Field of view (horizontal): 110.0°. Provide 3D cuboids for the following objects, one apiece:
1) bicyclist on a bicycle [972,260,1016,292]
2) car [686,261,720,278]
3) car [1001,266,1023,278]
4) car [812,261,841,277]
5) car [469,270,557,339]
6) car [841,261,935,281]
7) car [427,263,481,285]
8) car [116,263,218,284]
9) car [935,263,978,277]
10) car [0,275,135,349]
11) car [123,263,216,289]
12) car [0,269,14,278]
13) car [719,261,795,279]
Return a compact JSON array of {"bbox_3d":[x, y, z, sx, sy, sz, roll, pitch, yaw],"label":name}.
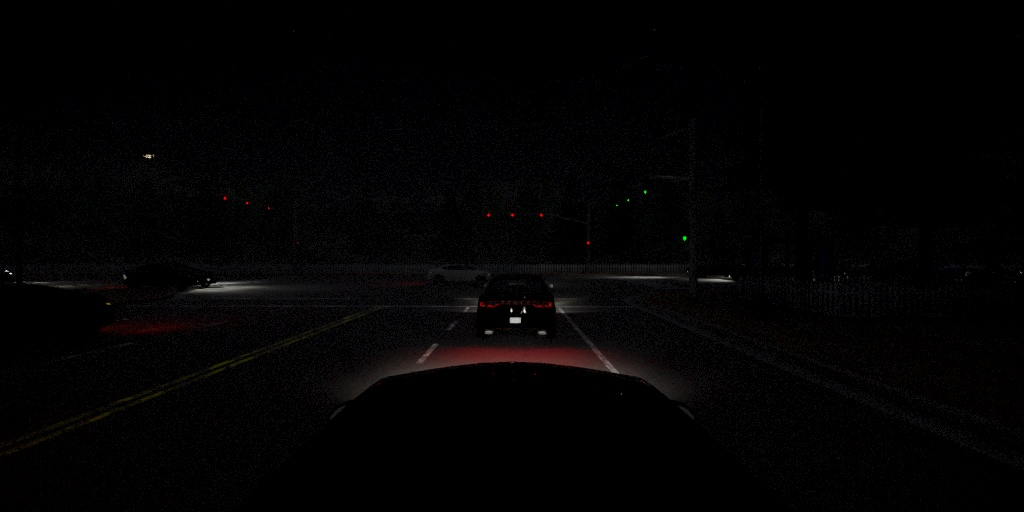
[{"bbox_3d":[22.822,0.995,17.020,0.582,1.620,1.656,0,0,0],"label":"bicyclist on a bicycle"},{"bbox_3d":[18.418,1.186,32.496,4.902,1.511,2.128,0,0,1],"label":"car"},{"bbox_3d":[40.953,1.172,27.337,5.008,1.535,1.882,0,0,15],"label":"car"},{"bbox_3d":[27.749,1.186,32.317,4.902,1.511,2.128,0,0,2],"label":"car"},{"bbox_3d":[0.174,1.228,10.159,1.882,1.535,5.008,0,0,2],"label":"car"},{"bbox_3d":[29.989,1.172,28.747,5.008,1.535,1.882,0,0,3],"label":"car"},{"bbox_3d":[-3.671,1.247,25.454,4.674,1.442,1.812,0,0,0],"label":"car"},{"bbox_3d":[-24.448,1.242,25.568,5.357,1.411,2.033,0,0,0],"label":"car"},{"bbox_3d":[37.673,1.295,31.599,4.718,1.301,1.895,0,0,9],"label":"car"},{"bbox_3d":[-10.536,1.276,6.745,1.812,1.442,4.674,0,0,1],"label":"car"},{"bbox_3d":[-20.761,1.201,21.822,4.892,1.490,1.837,0,0,4],"label":"car"},{"bbox_3d":[-33.884,1.047,21.995,4.553,1.767,2.097,0,0,-1],"label":"car"},{"bbox_3d":[20.236,1.242,29.018,5.357,1.411,2.033,0,0,-1],"label":"car"}]
